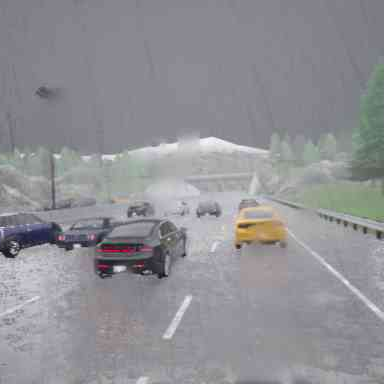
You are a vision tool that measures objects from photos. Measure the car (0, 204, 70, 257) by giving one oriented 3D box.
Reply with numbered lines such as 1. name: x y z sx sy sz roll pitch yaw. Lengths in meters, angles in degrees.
1. car: -7.729 1.692 14.740 2.097 1.767 4.553 -2 0 9

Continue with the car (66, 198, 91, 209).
1. car: -16.557 1.942 51.320 2.150 2.045 5.566 -2 0 8

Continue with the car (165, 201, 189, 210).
1. car: -1.463 1.599 33.100 1.812 1.442 4.674 -2 0 8

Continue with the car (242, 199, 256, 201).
1. car: 5.255 1.345 30.615 1.994 1.385 4.181 -2 0 8

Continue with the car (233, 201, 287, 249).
1. car: 2.791 1.360 14.090 1.882 1.535 5.008 -2 0 9

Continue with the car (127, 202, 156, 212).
1. car: -4.979 1.731 33.137 1.837 1.490 4.892 -2 0 8

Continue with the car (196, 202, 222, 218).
1. car: 1.567 1.542 29.548 1.895 1.301 4.718 -2 0 8

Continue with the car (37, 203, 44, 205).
1. car: -23.460 2.533 52.359 2.128 1.511 4.902 -2 0 8

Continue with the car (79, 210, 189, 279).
1. car: -1.337 1.566 10.294 1.837 1.490 4.892 -2 0 9

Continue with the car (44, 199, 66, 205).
1. car: -20.010 2.096 51.867 2.150 2.045 5.566 -2 0 8

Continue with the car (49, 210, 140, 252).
1. car: -4.112 1.784 15.084 1.895 1.301 4.718 -2 0 9

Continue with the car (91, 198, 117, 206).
1. car: -13.074 1.935 50.924 2.097 1.767 4.553 -2 0 8
